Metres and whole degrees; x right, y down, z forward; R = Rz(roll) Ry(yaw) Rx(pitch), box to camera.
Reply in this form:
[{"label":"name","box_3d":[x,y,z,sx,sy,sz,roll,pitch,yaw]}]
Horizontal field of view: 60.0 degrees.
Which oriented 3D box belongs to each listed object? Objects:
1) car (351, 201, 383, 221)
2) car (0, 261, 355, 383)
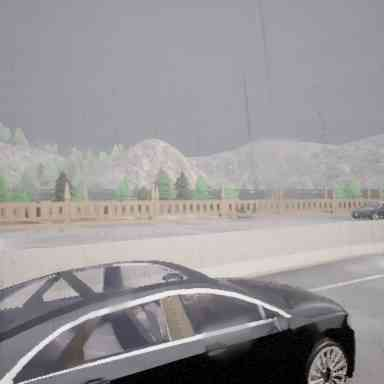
[{"label":"car","box_3d":[15.121,1.537,26.802,4.892,1.490,1.837,0,0,-19]},{"label":"car","box_3d":[-0.329,1.493,3.351,4.902,1.511,2.128,0,0,-34]}]
